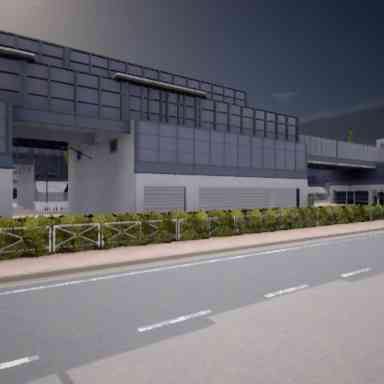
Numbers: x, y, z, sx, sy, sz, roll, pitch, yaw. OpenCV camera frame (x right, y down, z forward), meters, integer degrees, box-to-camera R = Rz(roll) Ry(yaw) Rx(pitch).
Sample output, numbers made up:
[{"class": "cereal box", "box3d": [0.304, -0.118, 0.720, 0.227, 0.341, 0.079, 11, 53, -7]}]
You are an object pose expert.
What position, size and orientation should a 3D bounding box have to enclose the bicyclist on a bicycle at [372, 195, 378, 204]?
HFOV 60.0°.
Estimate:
[{"class": "bicyclist on a bicycle", "box3d": [27.925, 1.301, 50.711, 1.656, 1.620, 0.582, 0, 0, -36]}]
